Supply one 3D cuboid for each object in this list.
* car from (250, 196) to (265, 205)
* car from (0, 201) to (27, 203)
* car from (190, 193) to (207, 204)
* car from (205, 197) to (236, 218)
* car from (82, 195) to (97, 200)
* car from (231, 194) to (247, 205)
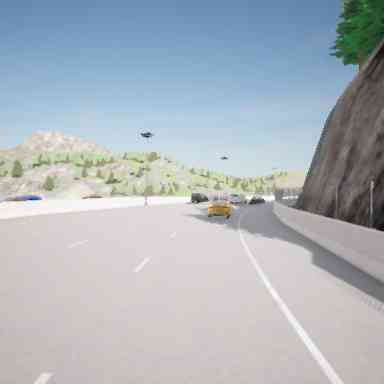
[{"bbox_3d":[12.722,1.542,64.140,2.097,1.767,4.553,1,0,23],"label":"car"},{"bbox_3d":[-18.126,1.245,33.416,1.812,1.442,4.674,1,0,10],"label":"car"},{"bbox_3d":[1.550,1.239,64.789,2.150,2.045,5.566,0,0,22],"label":"car"},{"bbox_3d":[2.719,1.516,30.747,1.882,1.535,5.008,0,0,11],"label":"car"},{"bbox_3d":[-18.252,1.197,61.314,1.882,1.535,5.008,1,0,18],"label":"car"},{"bbox_3d":[9.069,1.354,64.697,2.150,2.045,5.566,0,0,23],"label":"car"}]
